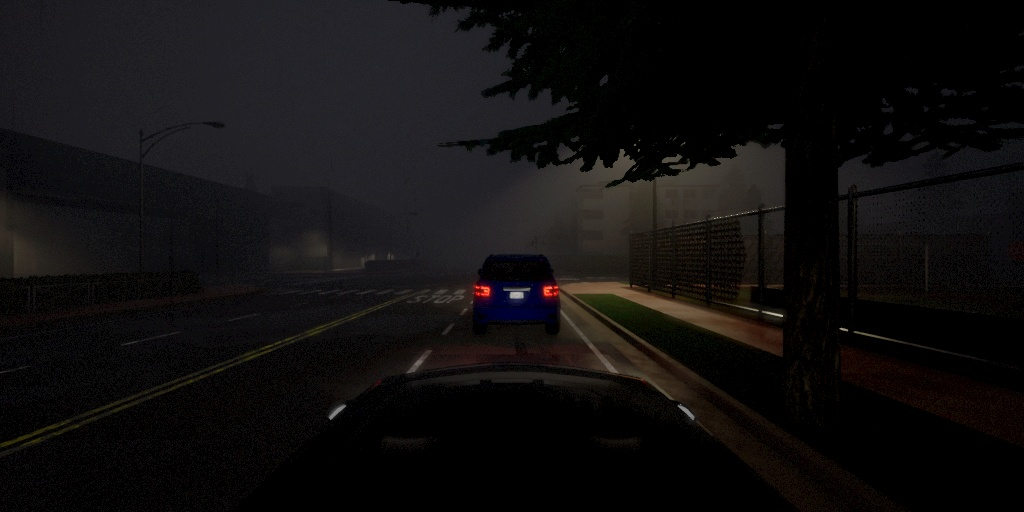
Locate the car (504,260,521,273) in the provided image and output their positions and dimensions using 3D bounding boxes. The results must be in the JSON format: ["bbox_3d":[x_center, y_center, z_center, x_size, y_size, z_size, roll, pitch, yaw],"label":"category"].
[{"bbox_3d":[0.032,1.242,45.583,2.128,1.511,4.902,0,0,0],"label":"car"}]

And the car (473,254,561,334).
[{"bbox_3d":[0.117,0.972,10.707,2.150,2.045,5.566,0,0,0],"label":"car"}]
